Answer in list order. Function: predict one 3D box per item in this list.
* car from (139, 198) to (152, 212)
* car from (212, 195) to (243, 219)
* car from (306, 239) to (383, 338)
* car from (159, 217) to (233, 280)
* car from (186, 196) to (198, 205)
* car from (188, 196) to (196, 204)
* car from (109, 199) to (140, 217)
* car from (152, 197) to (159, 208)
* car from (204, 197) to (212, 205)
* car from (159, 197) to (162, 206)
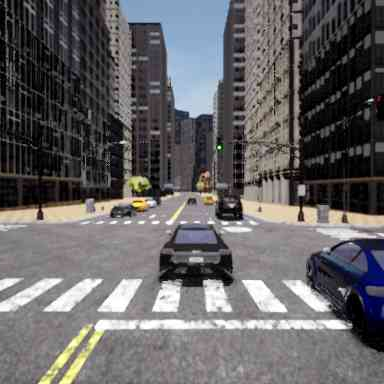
[{"bbox_3d":[-6.589,1.615,41.158,1.882,1.535,5.008,0,0,0],"label":"car"},{"bbox_3d":[3.349,1.328,30.697,2.150,2.045,5.566,0,0,0],"label":"car"},{"bbox_3d":[3.677,1.606,6.595,1.994,1.385,4.181,-1,-1,5],"label":"car"},{"bbox_3d":[0.106,1.687,10.336,1.994,1.385,4.181,1,-1,0],"label":"car"},{"bbox_3d":[-0.009,1.707,63.434,1.837,1.490,4.892,0,0,0],"label":"car"},{"bbox_3d":[-0.011,1.706,73.493,1.882,1.535,5.008,0,0,0],"label":"car"},{"bbox_3d":[-6.595,1.674,32.229,1.994,1.385,4.181,0,0,0],"label":"car"},{"bbox_3d":[-6.537,1.691,50.606,1.812,1.442,4.674,0,0,1],"label":"car"},{"bbox_3d":[3.241,1.678,62.658,1.882,1.535,5.008,0,0,0],"label":"car"},{"bbox_3d":[-6.510,1.700,60.806,1.837,1.490,4.892,0,0,0],"label":"car"}]
